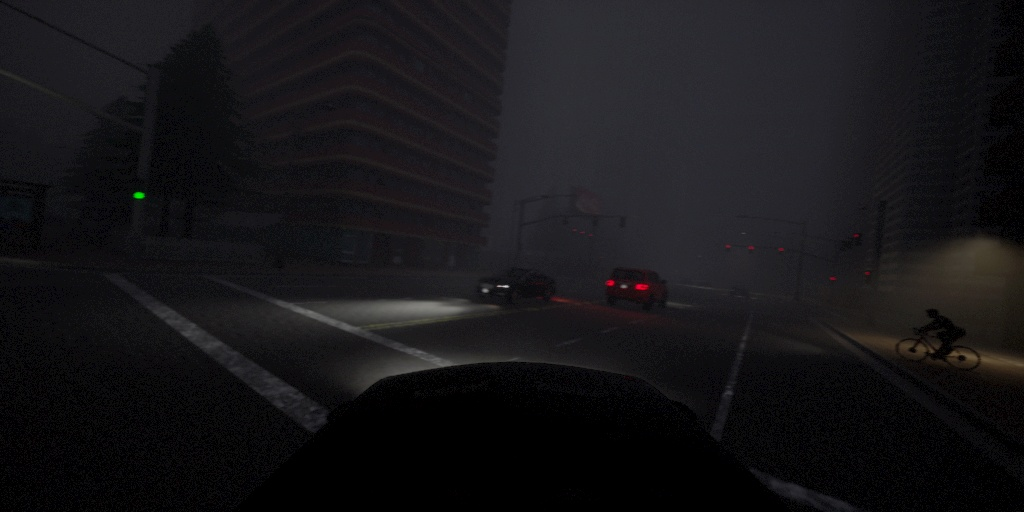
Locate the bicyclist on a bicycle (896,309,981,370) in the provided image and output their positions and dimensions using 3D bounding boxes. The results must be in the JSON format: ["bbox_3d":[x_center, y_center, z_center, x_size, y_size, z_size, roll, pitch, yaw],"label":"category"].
[{"bbox_3d":[12.336,2.379,10.382,1.656,1.620,0.582,6,0,35],"label":"bicyclist on a bicycle"}]

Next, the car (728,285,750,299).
[{"bbox_3d":[27.418,4.264,43.204,1.812,1.442,4.674,6,0,35],"label":"car"}]

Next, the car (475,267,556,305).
[{"bbox_3d":[0.332,1.298,16.646,2.128,1.511,4.902,6,0,35],"label":"car"}]

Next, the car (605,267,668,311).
[{"bbox_3d":[6.988,1.742,19.754,2.150,2.045,5.566,6,0,35],"label":"car"}]
